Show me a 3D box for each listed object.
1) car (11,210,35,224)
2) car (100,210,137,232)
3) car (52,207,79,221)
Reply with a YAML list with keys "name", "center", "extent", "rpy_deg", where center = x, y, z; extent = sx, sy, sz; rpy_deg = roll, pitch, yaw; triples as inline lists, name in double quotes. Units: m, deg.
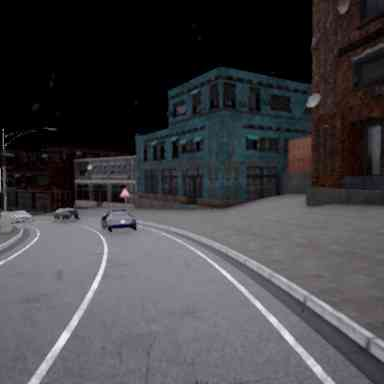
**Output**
- name: "car"
  center: [-20.465, 2.946, 39.557]
  extent: [1.812, 1.442, 4.674]
  rpy_deg: [-5, 1, -45]
- name: "car"
  center: [-5.271, 1.955, 23.544]
  extent: [1.994, 1.385, 4.181]
  rpy_deg: [-2, -1, -22]
- name: "car"
  center: [-14.854, 2.587, 38.867]
  extent: [1.837, 1.490, 4.892]
  rpy_deg: [-2, -1, -40]
